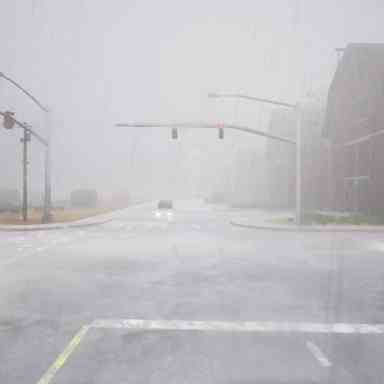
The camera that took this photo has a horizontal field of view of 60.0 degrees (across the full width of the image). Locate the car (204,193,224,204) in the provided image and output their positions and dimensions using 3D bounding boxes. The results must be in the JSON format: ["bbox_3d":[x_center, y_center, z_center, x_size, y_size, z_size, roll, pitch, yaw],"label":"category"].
[{"bbox_3d":[4.163,1.142,62.159,1.905,1.878,3.866,-8,3,-42],"label":"car"}]

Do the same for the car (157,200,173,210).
[{"bbox_3d":[-3.500,1.663,43.757,1.895,1.301,4.718,0,0,0],"label":"car"}]
